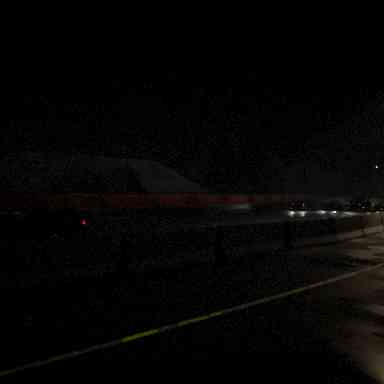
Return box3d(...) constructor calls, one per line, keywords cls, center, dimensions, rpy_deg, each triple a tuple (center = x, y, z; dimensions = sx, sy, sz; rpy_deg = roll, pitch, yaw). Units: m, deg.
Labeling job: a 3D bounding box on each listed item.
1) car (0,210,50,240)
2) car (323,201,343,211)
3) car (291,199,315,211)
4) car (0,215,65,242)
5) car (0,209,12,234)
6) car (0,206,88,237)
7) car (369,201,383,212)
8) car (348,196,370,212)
box3d(cls="car", center=(-10.431, 1.798, 18.108), dimensions=(4.674, 1.442, 1.812), rpy_deg=(0, -1, -36))
box3d(cls="car", center=(20.538, 1.978, 48.275), dimensions=(1.812, 1.442, 4.674), rpy_deg=(-1, -1, 38))
box3d(cls="car", center=(16.117, 1.830, 48.352), dimensions=(2.097, 1.767, 4.553), rpy_deg=(-1, -1, 39))
box3d(cls="car", center=(-7.073, 1.746, 11.930), dimensions=(4.181, 1.385, 1.994), rpy_deg=(0, -1, -36))
box3d(cls="car", center=(-13.672, 1.839, 20.095), dimensions=(4.674, 1.442, 1.812), rpy_deg=(0, -1, -36))
box3d(cls="car", center=(-7.479, 1.583, 15.950), dimensions=(4.553, 1.767, 2.097), rpy_deg=(0, -1, -37))
box3d(cls="car", center=(23.852, 1.915, 41.213), dimensions=(1.994, 1.385, 4.181), rpy_deg=(-1, -1, 39))
box3d(cls="car", center=(23.331, 1.627, 46.172), dimensions=(2.150, 2.045, 5.566), rpy_deg=(-1, -1, 38))
